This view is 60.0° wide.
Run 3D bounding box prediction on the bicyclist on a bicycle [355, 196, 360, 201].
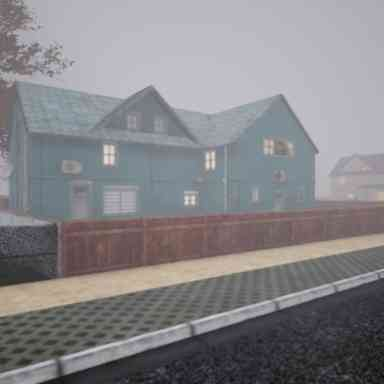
[{"bbox_3d":[18.750,1.327,37.686,1.656,1.620,0.582,0,0,-36],"label":"bicyclist on a bicycle"}]
